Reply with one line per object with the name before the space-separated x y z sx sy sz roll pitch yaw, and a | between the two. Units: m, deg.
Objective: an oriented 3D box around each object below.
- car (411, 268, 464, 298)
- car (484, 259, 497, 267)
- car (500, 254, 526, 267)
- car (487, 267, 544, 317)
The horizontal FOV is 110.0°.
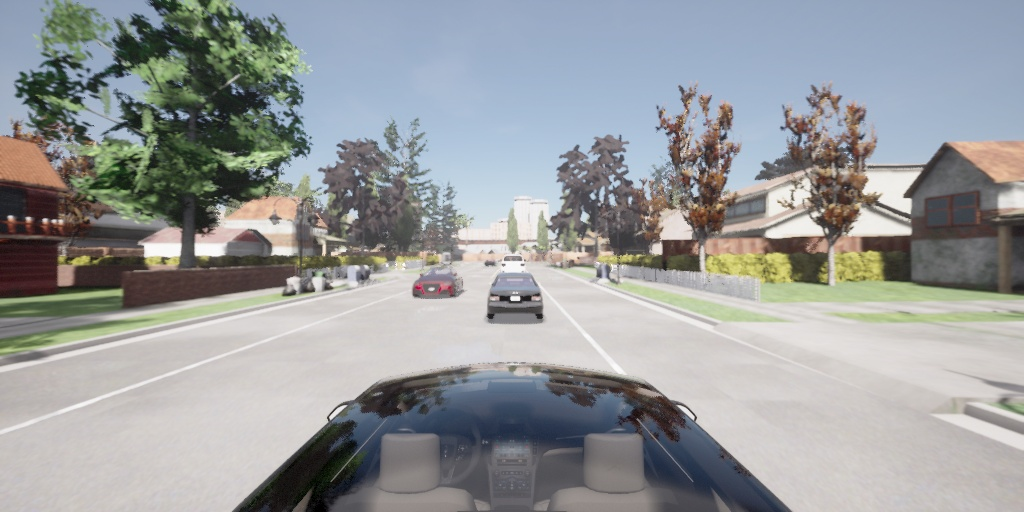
car | -3.604 1.280 18.003 1.994 1.385 4.181 0 0 0
car | -3.528 1.131 58.699 1.895 1.301 4.718 0 0 1
car | 0.092 0.875 32.220 2.150 2.045 5.566 0 0 0
car | 0.097 1.281 12.963 2.033 1.411 5.357 0 0 0
